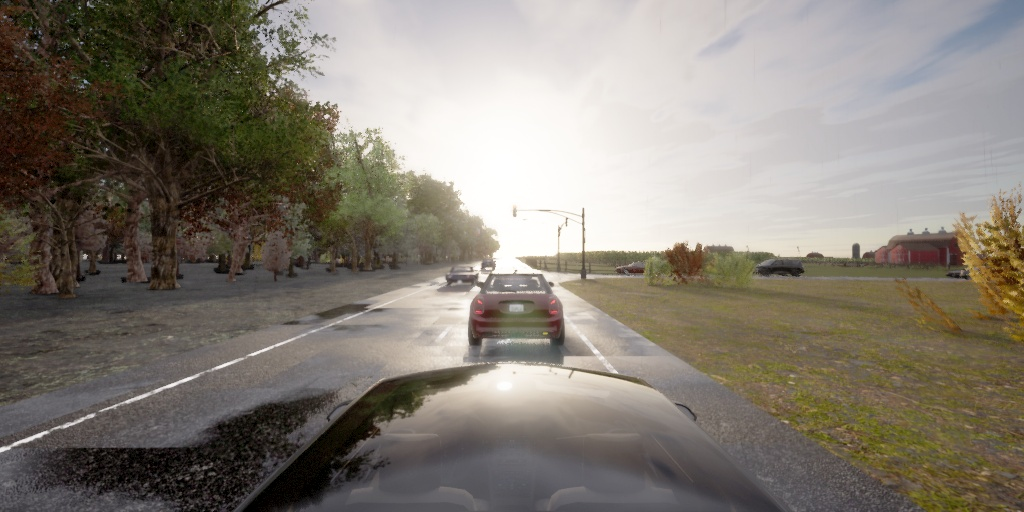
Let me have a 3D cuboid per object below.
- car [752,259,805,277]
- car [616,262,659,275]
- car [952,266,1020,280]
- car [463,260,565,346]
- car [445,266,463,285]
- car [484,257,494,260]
[{"bbox_3d":[30.010,1.355,40.803,5.566,2.045,2.150,0,-1,0],"label":"car"},{"bbox_3d":[14.438,1.445,41.018,5.008,1.535,1.882,1,-1,2],"label":"car"},{"bbox_3d":[49.622,1.781,37.121,4.902,1.511,2.128,1,-1,0],"label":"car"},{"bbox_3d":[0.095,1.104,9.581,2.097,1.767,4.553,0,0,0],"label":"car"},{"bbox_3d":[-3.409,1.356,25.532,1.895,1.301,4.718,0,0,0],"label":"car"},{"bbox_3d":[-3.426,1.106,53.675,2.097,1.767,4.553,0,0,0],"label":"car"}]
